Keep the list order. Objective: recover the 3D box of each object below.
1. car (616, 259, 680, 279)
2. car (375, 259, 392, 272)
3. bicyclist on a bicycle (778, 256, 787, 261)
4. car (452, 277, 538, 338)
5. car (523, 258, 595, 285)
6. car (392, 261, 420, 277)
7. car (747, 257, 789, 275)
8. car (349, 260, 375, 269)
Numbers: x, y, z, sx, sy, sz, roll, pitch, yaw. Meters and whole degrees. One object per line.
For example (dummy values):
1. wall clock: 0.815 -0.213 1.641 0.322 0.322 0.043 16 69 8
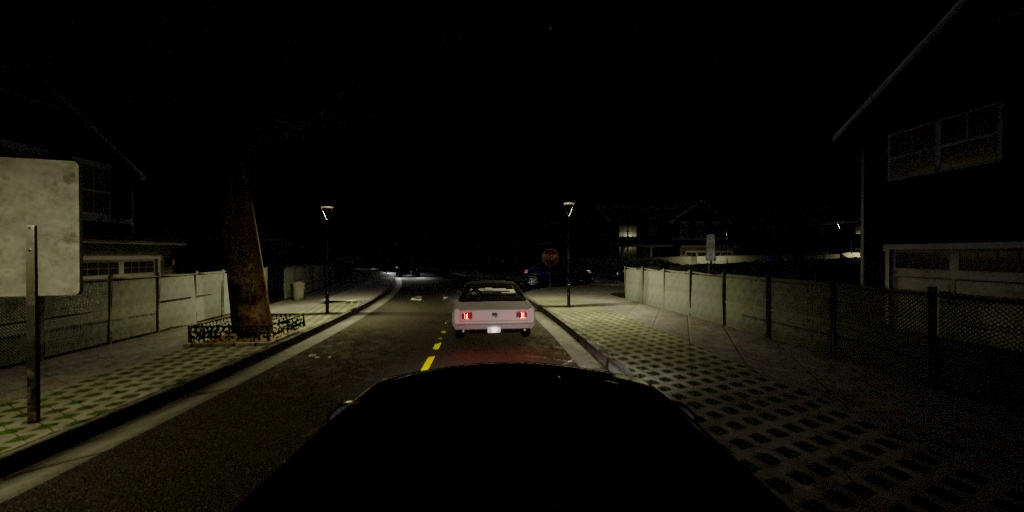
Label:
1. car: 10.269 1.018 27.010 4.902 1.511 2.128 -1 1 -9
2. car: -15.763 1.316 45.876 1.895 1.301 4.718 0 0 -32
3. bicyclist on a bicycle: 16.607 0.797 22.012 0.582 1.620 1.656 -1 0 -9
4. car: -0.612 1.346 10.154 1.895 1.301 4.718 0 0 -6
5. car: 2.955 0.996 23.139 4.553 1.767 2.097 -1 0 2
6. car: -10.315 1.224 35.304 1.837 1.490 4.892 0 0 -24
7. car: 20.430 0.873 28.640 5.008 1.535 1.882 -1 1 -10
8. car: -23.762 1.276 57.130 2.033 1.411 5.357 0 0 -40
